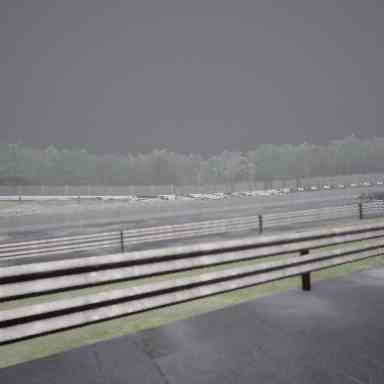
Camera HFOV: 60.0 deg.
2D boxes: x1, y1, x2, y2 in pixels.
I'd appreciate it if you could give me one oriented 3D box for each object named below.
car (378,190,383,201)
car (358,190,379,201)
[{"bbox_3d":[26.554,0.514,42.577,4.181,1.385,1.994,-4,2,-23],"label":"car"},{"bbox_3d":[25.196,0.413,45.802,4.902,1.511,2.128,-4,2,-23],"label":"car"}]
